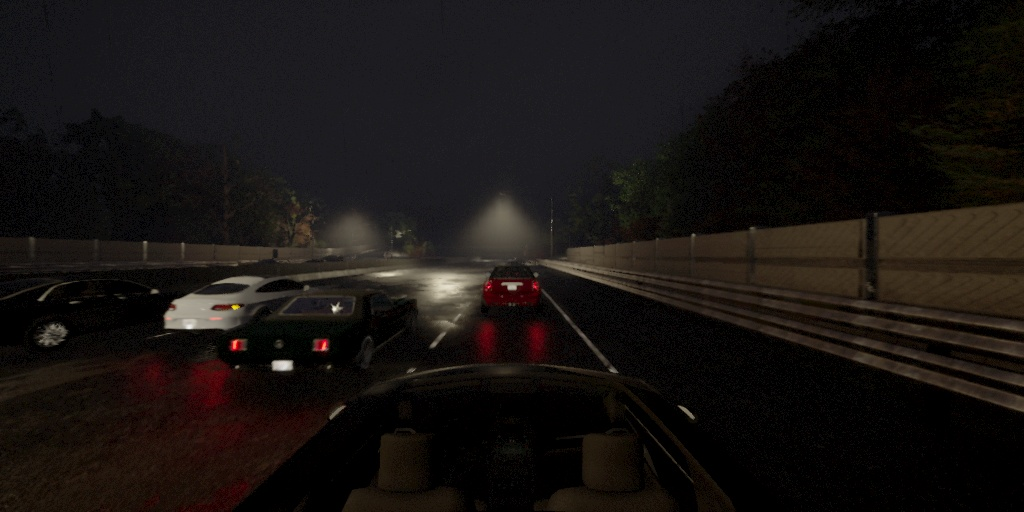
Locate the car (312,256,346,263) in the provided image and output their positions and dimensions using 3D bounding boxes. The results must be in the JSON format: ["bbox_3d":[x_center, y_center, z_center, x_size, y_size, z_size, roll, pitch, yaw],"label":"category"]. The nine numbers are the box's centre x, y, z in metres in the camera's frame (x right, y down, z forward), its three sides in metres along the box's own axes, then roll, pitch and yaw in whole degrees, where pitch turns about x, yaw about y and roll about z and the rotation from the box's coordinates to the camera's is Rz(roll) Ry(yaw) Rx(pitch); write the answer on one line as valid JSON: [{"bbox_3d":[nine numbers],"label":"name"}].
[{"bbox_3d":[-21.003,1.179,42.242,1.837,1.490,4.892,0,2,1],"label":"car"}]

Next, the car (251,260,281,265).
[{"bbox_3d":[-31.487,1.215,45.815,1.812,1.442,4.674,0,1,0],"label":"car"}]

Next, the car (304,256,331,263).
[{"bbox_3d":[-24.500,1.182,44.238,1.837,1.490,4.892,0,3,1],"label":"car"}]

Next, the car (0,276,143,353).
[{"bbox_3d":[-10.395,1.236,8.779,1.837,1.490,4.892,0,0,0],"label":"car"}]

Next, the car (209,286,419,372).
[{"bbox_3d":[-3.394,1.335,7.536,1.895,1.301,4.718,0,0,0],"label":"car"}]

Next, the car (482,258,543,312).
[{"bbox_3d":[0.006,1.069,14.122,2.097,1.767,4.553,0,0,0],"label":"car"}]

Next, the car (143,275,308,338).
[{"bbox_3d":[-6.909,1.254,9.991,1.812,1.442,4.674,0,0,0],"label":"car"}]
